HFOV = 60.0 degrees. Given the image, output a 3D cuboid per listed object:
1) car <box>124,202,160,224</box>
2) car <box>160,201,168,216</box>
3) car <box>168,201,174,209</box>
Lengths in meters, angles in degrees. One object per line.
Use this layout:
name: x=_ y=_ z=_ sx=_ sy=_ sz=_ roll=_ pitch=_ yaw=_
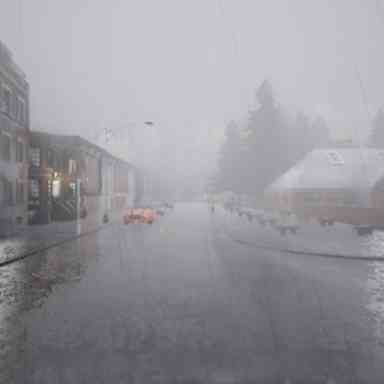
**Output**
car: x=-4.072 y=1.603 z=26.780 sx=2.097 sy=1.767 sz=4.553 roll=0 pitch=-1 yaw=0
car: x=-4.053 y=1.947 z=37.057 sx=1.895 sy=1.301 sz=4.718 roll=0 pitch=-1 yaw=0
car: x=-3.956 y=2.064 z=53.514 sx=1.994 sy=1.385 sz=4.181 roll=0 pitch=-1 yaw=0
